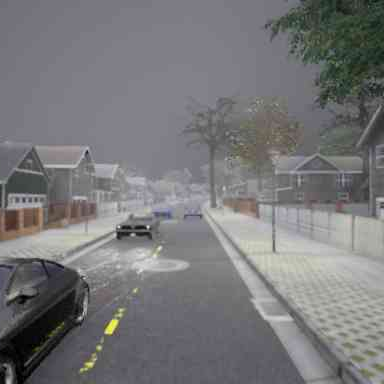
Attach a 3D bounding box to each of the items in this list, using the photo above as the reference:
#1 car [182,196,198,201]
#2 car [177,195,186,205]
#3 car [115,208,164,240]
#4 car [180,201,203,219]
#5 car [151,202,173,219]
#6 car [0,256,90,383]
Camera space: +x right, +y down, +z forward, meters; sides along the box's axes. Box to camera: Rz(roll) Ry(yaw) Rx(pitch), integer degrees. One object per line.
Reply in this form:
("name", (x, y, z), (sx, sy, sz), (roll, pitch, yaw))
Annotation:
("car", (0.085, 1.758, 43.902), (2.097, 1.767, 4.553), (0, 0, 0))
("car", (-2.015, 1.749, 72.448), (2.150, 2.045, 5.566), (0, 0, 3))
("car", (-2.847, 1.798, 18.347), (1.895, 1.301, 4.718), (0, -1, 0))
("car", (0.085, 1.870, 32.641), (2.033, 1.411, 5.357), (0, 0, 0))
("car", (-2.868, 1.800, 32.580), (1.882, 1.535, 5.008), (0, 0, 0))
("car", (-2.849, 1.618, 4.441), (1.994, 1.385, 4.181), (0, -1, 0))
